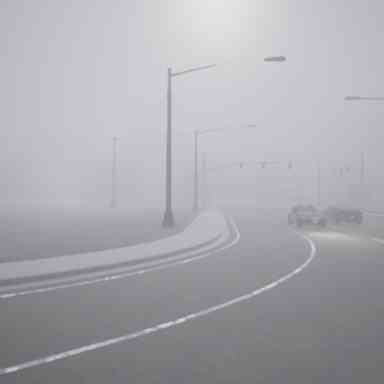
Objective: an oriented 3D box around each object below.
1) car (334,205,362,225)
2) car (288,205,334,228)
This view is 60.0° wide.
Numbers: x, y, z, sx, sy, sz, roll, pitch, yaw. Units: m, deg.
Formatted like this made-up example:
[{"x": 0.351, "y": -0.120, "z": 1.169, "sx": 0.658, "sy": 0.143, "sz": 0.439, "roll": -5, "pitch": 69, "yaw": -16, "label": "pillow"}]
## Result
[{"x": 12.081, "y": 1.760, "z": 27.150, "sx": 1.882, "sy": 1.535, "sz": 5.008, "roll": 0, "pitch": 0, "yaw": 5, "label": "car"}, {"x": 8.346, "y": 1.733, "z": 24.410, "sx": 2.128, "sy": 1.511, "sz": 4.902, "roll": 0, "pitch": -1, "yaw": 5, "label": "car"}]
